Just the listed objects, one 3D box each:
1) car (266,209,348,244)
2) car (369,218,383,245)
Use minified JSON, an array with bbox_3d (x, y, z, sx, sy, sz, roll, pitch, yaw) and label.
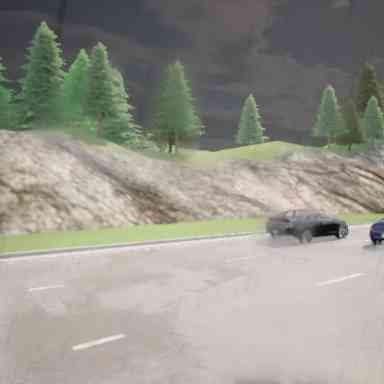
[{"bbox_3d":[5.764,1.608,16.422,4.902,1.511,2.128,1,0,-35],"label":"car"},{"bbox_3d":[9.817,1.663,15.015,4.674,1.442,1.812,1,0,-35],"label":"car"}]
